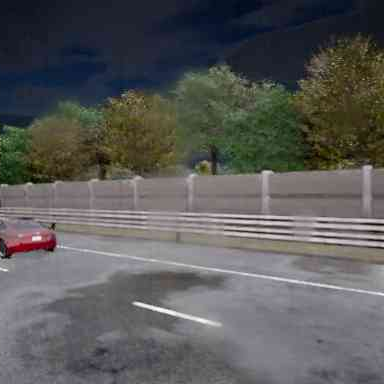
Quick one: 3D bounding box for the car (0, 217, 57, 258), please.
[{"bbox_3d":[-7.341,1.700,13.419,4.181,1.385,1.994,-1,0,36],"label":"car"}]
